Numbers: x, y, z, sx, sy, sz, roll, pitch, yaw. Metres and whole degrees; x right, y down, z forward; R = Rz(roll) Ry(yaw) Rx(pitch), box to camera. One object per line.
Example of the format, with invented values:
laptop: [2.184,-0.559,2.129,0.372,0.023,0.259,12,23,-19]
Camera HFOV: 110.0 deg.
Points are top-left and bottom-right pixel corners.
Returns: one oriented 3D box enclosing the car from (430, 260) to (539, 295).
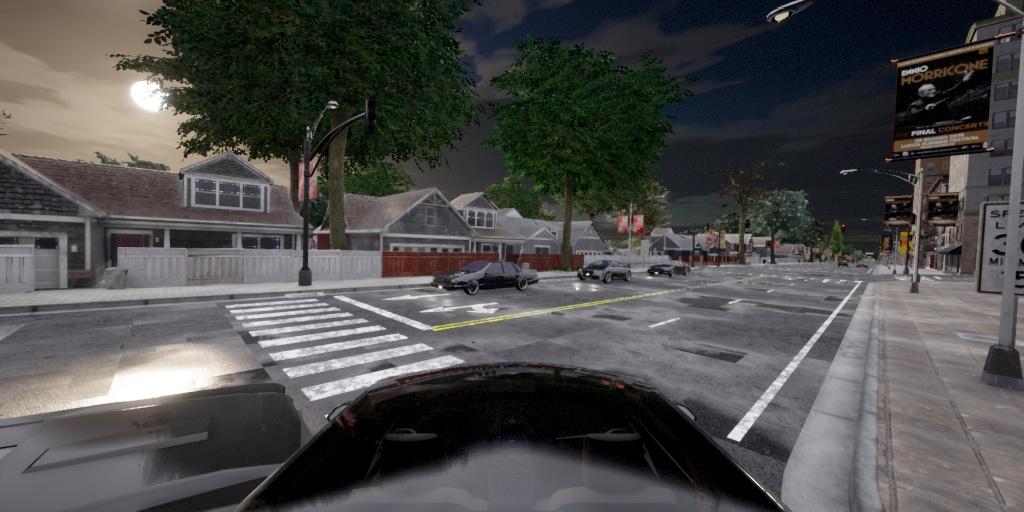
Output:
car: [-1.030,0.901,16.578,5.357,1.411,2.033,0,2,-44]

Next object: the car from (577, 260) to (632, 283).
car: [6.116,0.964,23.545,4.181,1.385,1.994,0,2,-44]

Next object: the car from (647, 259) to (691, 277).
car: [13.598,1.000,30.811,5.357,1.411,2.033,0,2,-44]

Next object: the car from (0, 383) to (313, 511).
car: [-3.306,1.296,1.217,4.718,1.301,1.895,1,2,-34]
